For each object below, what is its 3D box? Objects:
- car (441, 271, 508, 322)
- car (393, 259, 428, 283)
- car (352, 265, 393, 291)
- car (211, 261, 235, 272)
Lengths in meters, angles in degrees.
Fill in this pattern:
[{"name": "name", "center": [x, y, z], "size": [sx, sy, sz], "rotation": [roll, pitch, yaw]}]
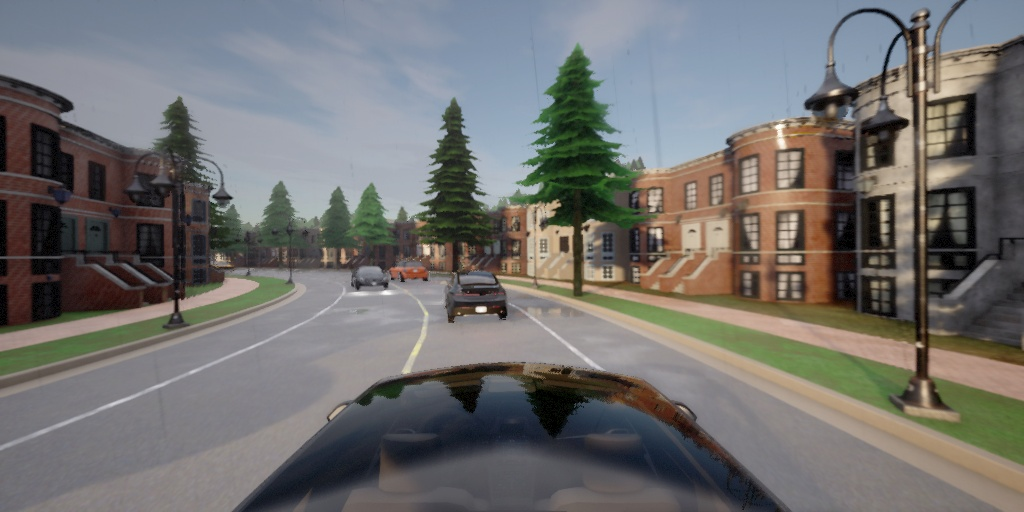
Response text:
[{"name": "car", "center": [-1.379, 1.254, 12.427], "size": [1.837, 1.490, 4.892], "rotation": [0, 0, -12]}, {"name": "car", "center": [-8.436, 1.137, 28.887], "size": [2.097, 1.767, 4.553], "rotation": [-1, 0, -32]}, {"name": "car", "center": [-9.056, 1.323, 22.768], "size": [1.812, 1.442, 4.674], "rotation": [0, 0, -29]}, {"name": "car", "center": [-40.377, 1.486, 49.663], "size": [5.008, 1.535, 1.882], "rotation": [0, 0, 30]}]
